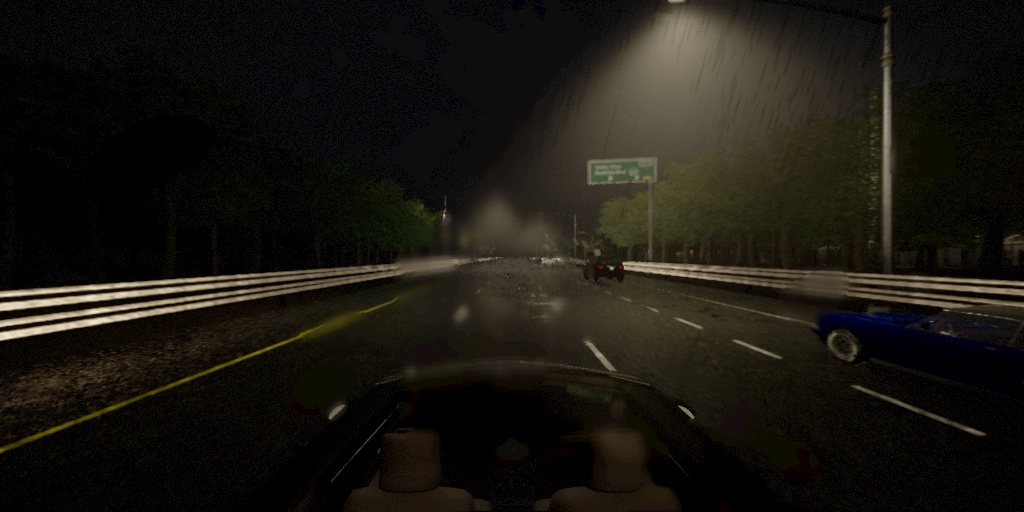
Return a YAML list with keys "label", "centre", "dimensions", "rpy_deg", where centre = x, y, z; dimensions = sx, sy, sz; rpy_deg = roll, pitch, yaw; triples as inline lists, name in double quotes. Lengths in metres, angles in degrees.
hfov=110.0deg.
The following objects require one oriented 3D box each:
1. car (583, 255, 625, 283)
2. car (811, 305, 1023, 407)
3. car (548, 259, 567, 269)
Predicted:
- label: "car"
  centre: [7.045, 0.970, 27.971]
  dimensions: [2.150, 2.045, 5.566]
  rpy_deg: [0, 0, 0]
- label: "car"
  centre: [7.002, 1.352, 5.100]
  dimensions: [1.895, 1.301, 4.718]
  rpy_deg: [0, 0, 0]
- label: "car"
  centre: [7.110, 1.335, 54.971]
  dimensions: [1.895, 1.301, 4.718]
  rpy_deg: [0, 0, 0]
